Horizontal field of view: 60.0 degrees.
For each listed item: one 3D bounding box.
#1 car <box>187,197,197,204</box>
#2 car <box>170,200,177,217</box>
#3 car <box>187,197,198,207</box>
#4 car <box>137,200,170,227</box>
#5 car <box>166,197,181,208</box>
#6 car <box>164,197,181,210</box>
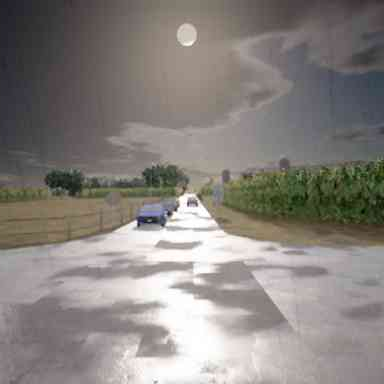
[{"bbox_3d":[0.022,1.698,66.565,1.895,1.301,4.718,0,0,0],"label":"car"},{"bbox_3d":[-2.872,1.735,33.328,1.895,1.301,4.718,0,0,0],"label":"car"},{"bbox_3d":[0.057,1.656,55.610,1.812,1.442,4.674,0,0,0],"label":"car"},{"bbox_3d":[-2.821,1.592,24.016,1.882,1.535,5.008,0,0,-2],"label":"car"},{"bbox_3d":[-2.834,1.628,52.583,2.128,1.511,4.902,0,0,0],"label":"car"},{"bbox_3d":[-2.868,1.495,42.315,2.097,1.767,4.553,0,0,0],"label":"car"}]
